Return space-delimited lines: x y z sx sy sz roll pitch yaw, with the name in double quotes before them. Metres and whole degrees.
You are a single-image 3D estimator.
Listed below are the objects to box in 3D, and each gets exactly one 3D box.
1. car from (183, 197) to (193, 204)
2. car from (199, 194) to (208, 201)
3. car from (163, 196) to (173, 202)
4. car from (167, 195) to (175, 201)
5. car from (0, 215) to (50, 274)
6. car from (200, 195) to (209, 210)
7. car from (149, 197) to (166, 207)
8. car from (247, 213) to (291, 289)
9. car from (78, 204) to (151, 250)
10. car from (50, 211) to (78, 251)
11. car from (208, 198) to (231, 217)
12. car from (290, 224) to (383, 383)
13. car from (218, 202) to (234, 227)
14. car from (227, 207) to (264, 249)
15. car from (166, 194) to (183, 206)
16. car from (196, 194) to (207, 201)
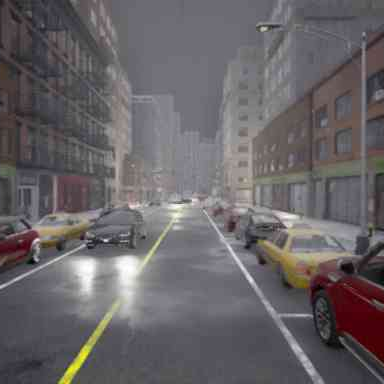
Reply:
"car" -1.852 1.654 62.829 1.895 1.301 4.718 0 0 31
"car" 2.830 1.391 85.191 2.192 1.841 5.009 -1 0 0
"car" -5.693 1.632 79.604 1.947 1.339 4.313 -1 0 0
"car" -5.696 1.611 90.605 1.752 1.417 4.829 -1 0 0
"car" -5.678 1.434 8.756 1.967 1.590 4.097 -1 0 0
"car" 2.342 1.528 43.665 1.812 1.442 4.674 0 0 0
"car" -5.687 1.580 52.730 1.947 1.339 4.313 -1 0 0
"car" 2.848 1.518 8.928 1.752 1.417 4.829 -1 0 0
"car" -3.102 1.496 14.392 1.837 1.490 4.892 0 0 0
"car" -5.678 1.517 14.082 1.752 1.417 4.829 -1 0 0
"car" 2.842 1.434 30.745 1.967 1.590 4.097 -1 0 0
"car" 2.848 1.312 3.261 2.192 1.841 5.009 -1 0 0
"car" 2.845 1.535 19.751 1.887 1.381 4.507 -1 0 0
"car" 2.847 1.542 14.254 2.008 1.369 4.403 -1 0 0
"car" -3.012 1.463 56.487 1.812 1.442 4.674 0 0 0
"car" 2.830 1.380 79.605 2.192 1.841 5.009 -1 0 0
